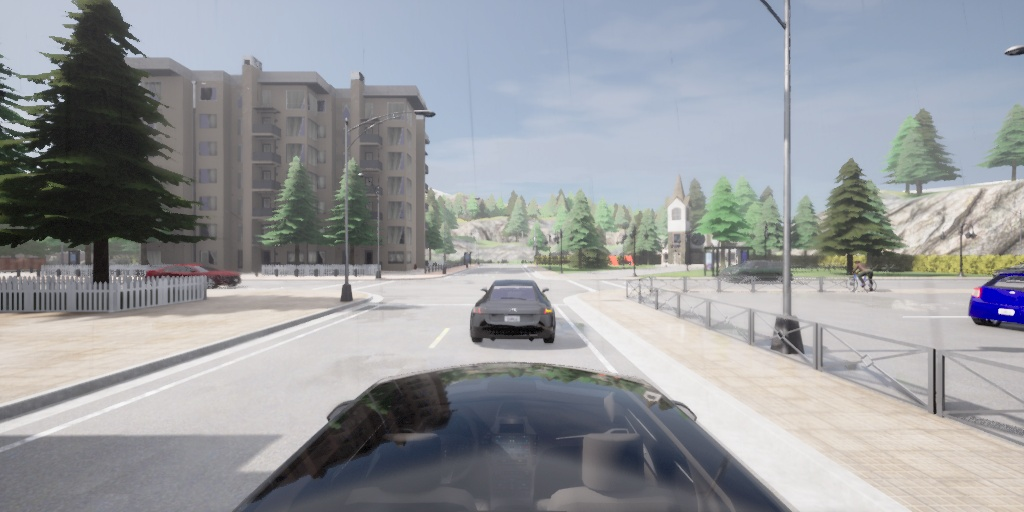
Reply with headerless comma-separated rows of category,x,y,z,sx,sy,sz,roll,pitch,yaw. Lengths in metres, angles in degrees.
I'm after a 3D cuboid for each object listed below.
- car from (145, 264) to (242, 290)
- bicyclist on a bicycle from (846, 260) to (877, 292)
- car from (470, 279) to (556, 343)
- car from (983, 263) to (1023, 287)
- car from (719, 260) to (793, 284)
car,-19.660,1.240,22.274,5.008,1.535,1.882,0,0,-1
bicyclist on a bicycle,18.378,1.063,18.902,0.582,1.620,1.656,0,0,-1
car,0.065,1.313,9.673,1.994,1.385,4.181,0,0,2
car,38.735,1.253,26.546,4.902,1.511,2.128,0,0,0
car,17.788,1.114,26.378,4.553,1.767,2.097,0,0,-1
